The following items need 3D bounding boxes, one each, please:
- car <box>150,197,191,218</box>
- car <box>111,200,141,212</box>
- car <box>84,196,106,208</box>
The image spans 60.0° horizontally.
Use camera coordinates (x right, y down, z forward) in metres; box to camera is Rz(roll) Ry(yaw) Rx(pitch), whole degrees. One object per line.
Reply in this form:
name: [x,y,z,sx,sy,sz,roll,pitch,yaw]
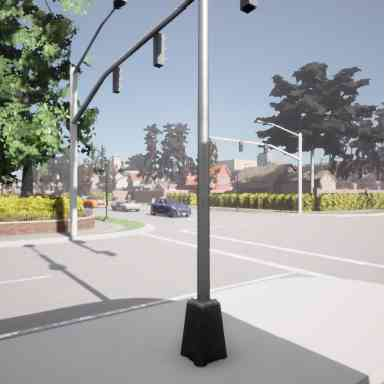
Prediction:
car: [-2.005,1.352,30.831,2.097,1.767,4.553,0,0,-36]
car: [-7.745,1.601,38.770,1.895,1.301,4.718,0,0,-36]
car: [-13.634,1.353,46.916,2.097,1.767,4.553,0,0,-36]
